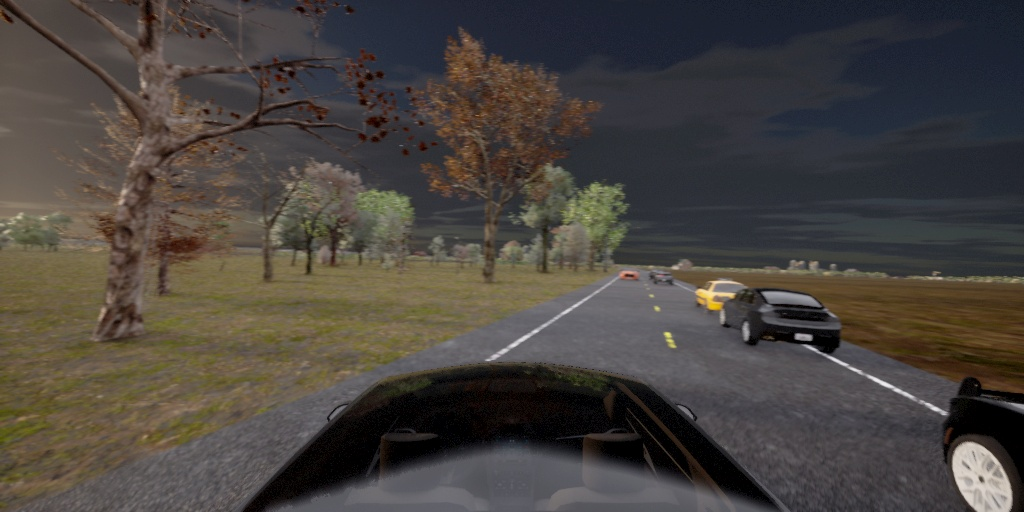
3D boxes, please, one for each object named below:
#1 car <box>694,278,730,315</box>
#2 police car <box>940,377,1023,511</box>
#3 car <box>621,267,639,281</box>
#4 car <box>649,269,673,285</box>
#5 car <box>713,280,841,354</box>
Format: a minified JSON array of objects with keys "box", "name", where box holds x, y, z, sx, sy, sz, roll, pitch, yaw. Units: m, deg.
[{"box":[9.627,1.785,16.396,1.801,1.575,5.366,3,-1,19],"name":"car"},{"box":[4.232,1.370,1.237,1.930,1.638,5.238,3,-1,20],"name":"police car"},{"box":[15.202,2.216,46.354,2.097,1.767,4.553,3,-1,19],"name":"car"},{"box":[16.620,2.360,39.546,2.128,1.511,4.902,3,-1,19],"name":"car"},{"box":[7.557,1.686,10.557,1.837,1.490,4.892,3,-1,20],"name":"car"}]
